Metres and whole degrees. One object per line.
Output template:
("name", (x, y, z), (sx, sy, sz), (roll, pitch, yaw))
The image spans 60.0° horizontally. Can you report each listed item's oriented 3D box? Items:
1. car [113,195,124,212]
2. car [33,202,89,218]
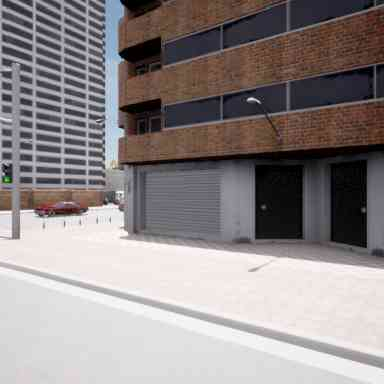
("car", (-6.421, 1.477, 39.057), (1.882, 1.535, 5.008), (0, 0, 35))
("car", (-12.135, 1.601, 30.952), (1.895, 1.301, 4.718), (0, 0, 35))
